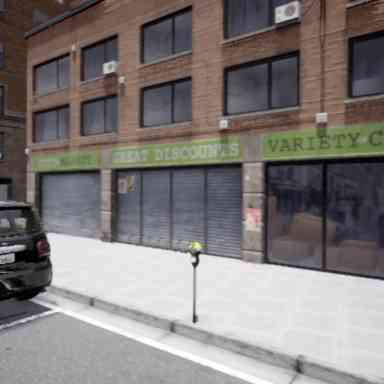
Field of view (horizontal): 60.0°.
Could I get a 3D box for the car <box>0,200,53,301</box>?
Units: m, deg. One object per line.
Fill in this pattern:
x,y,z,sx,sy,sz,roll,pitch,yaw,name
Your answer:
-5.217,1.169,6.978,5.566,2.045,2.150,0,0,36,car
